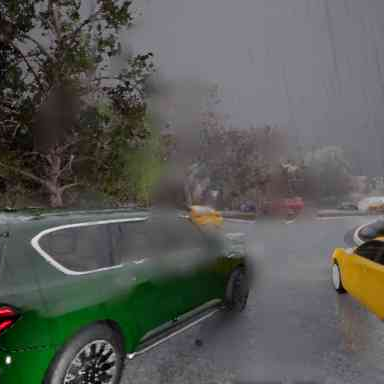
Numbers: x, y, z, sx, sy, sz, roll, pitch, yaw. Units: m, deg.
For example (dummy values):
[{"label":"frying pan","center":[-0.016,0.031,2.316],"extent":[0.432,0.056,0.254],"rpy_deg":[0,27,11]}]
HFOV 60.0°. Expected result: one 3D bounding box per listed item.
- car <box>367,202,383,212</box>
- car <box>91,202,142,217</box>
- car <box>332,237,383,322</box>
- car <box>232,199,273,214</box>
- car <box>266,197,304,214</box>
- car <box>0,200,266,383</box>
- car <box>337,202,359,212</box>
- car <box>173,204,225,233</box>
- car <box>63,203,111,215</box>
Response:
[{"label":"car","center":[28.325,2.224,50.762],"extent":[1.882,1.535,5.008],"rpy_deg":[0,-1,43]},{"label":"car","center":[-7.500,1.744,33.375],"extent":[4.674,1.442,1.812],"rpy_deg":[0,0,-3]},{"label":"car","center":[3.993,1.497,5.878],"extent":[1.882,1.535,5.008],"rpy_deg":[0,0,7]},{"label":"car","center":[7.504,1.726,41.261],"extent":[4.553,1.767,2.097],"rpy_deg":[1,-1,-26]},{"label":"car","center":[10.543,1.604,39.064],"extent":[5.566,2.045,2.150],"rpy_deg":[1,-1,-25]},{"label":"car","center":[-0.990,1.236,5.122],"extent":[2.150,2.045,5.566],"rpy_deg":[0,0,34]},{"label":"car","center":[23.875,2.288,51.016],"extent":[4.181,1.385,1.994],"rpy_deg":[1,-1,-43]},{"label":"car","center":[0.300,1.612,21.695],"extent":[1.882,1.535,5.008],"rpy_deg":[0,-1,-18]},{"label":"car","center":[-11.554,1.843,36.665],"extent":[4.718,1.301,1.895],"rpy_deg":[0,0,9]}]
